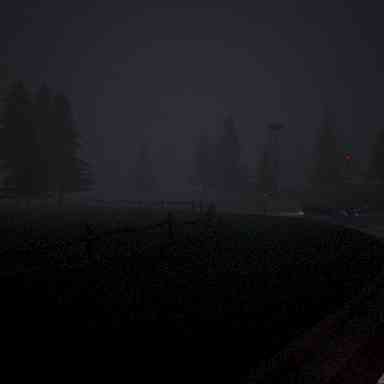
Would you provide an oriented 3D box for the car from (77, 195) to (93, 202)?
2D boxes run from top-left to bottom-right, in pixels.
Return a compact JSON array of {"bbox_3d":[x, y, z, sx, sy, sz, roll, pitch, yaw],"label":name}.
[{"bbox_3d":[-24.185,1.500,75.118,4.892,1.490,1.837,0,0,41],"label":"car"}]

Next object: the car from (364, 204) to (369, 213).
[{"bbox_3d":[16.530,1.564,35.437,4.181,1.385,1.994,0,0,41],"label":"car"}]

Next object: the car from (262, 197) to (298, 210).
[{"bbox_3d":[11.769,1.477,44.177,5.008,1.535,1.882,0,0,41],"label":"car"}]

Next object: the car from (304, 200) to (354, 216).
[{"bbox_3d":[13.685,1.564,33.269,4.181,1.385,1.994,0,0,41],"label":"car"}]

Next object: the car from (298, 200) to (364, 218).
[{"bbox_3d":[12.368,1.601,29.782,4.718,1.301,1.895,0,0,41],"label":"car"}]
